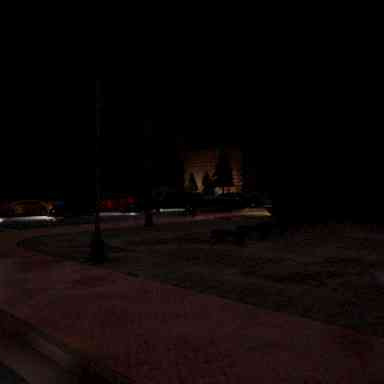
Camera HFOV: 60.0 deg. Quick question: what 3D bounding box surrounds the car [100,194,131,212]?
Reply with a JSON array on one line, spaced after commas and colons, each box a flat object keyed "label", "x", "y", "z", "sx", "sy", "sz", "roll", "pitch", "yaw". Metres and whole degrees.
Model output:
[{"label": "car", "x": -9.474, "y": 1.221, "z": 39.022, "sx": 2.150, "sy": 2.045, "sz": 5.566, "roll": 0, "pitch": 0, "yaw": 41}]

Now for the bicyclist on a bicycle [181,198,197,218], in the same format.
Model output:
[{"label": "bicyclist on a bicycle", "x": -0.259, "y": 1.301, "z": 26.703, "sx": 1.656, "sy": 1.620, "sz": 0.582, "roll": 0, "pitch": 0, "yaw": 40}]

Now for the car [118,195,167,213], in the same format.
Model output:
[{"label": "car", "x": -5.564, "y": 1.478, "z": 38.232, "sx": 1.882, "sy": 1.535, "sz": 5.008, "roll": 0, "pitch": 0, "yaw": 40}]

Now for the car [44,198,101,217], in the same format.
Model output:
[{"label": "car", "x": -11.223, "y": 1.564, "z": 31.508, "sx": 1.994, "sy": 1.385, "sz": 4.181, "roll": 0, "pitch": 0, "yaw": 40}]

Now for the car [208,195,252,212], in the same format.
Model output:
[{"label": "car", "x": 4.542, "y": 1.491, "z": 39.059, "sx": 2.128, "sy": 1.511, "sz": 4.902, "roll": 0, "pitch": 0, "yaw": 40}]

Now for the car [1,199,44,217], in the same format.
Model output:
[{"label": "car", "x": -15.875, "y": 1.478, "z": 31.427, "sx": 1.882, "sy": 1.535, "sz": 5.008, "roll": 0, "pitch": 0, "yaw": 40}]

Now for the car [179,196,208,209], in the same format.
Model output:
[{"label": "car", "x": 0.836, "y": 1.601, "z": 45.816, "sx": 1.895, "sy": 1.301, "sz": 4.718, "roll": 0, "pitch": 0, "yaw": 40}]

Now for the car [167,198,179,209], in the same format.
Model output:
[{"label": "car", "x": -2.870, "y": 1.547, "z": 46.863, "sx": 2.033, "sy": 1.411, "sz": 5.357, "roll": 0, "pitch": 0, "yaw": 40}]

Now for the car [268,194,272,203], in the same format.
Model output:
[{"label": "car", "x": 15.727, "y": 1.547, "z": 57.947, "sx": 2.033, "sy": 1.411, "sz": 5.357, "roll": 0, "pitch": 0, "yaw": 40}]

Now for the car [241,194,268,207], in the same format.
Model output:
[{"label": "car", "x": 9.084, "y": 1.505, "z": 49.985, "sx": 1.837, "sy": 1.490, "sz": 4.892, "roll": 0, "pitch": 0, "yaw": 41}]
